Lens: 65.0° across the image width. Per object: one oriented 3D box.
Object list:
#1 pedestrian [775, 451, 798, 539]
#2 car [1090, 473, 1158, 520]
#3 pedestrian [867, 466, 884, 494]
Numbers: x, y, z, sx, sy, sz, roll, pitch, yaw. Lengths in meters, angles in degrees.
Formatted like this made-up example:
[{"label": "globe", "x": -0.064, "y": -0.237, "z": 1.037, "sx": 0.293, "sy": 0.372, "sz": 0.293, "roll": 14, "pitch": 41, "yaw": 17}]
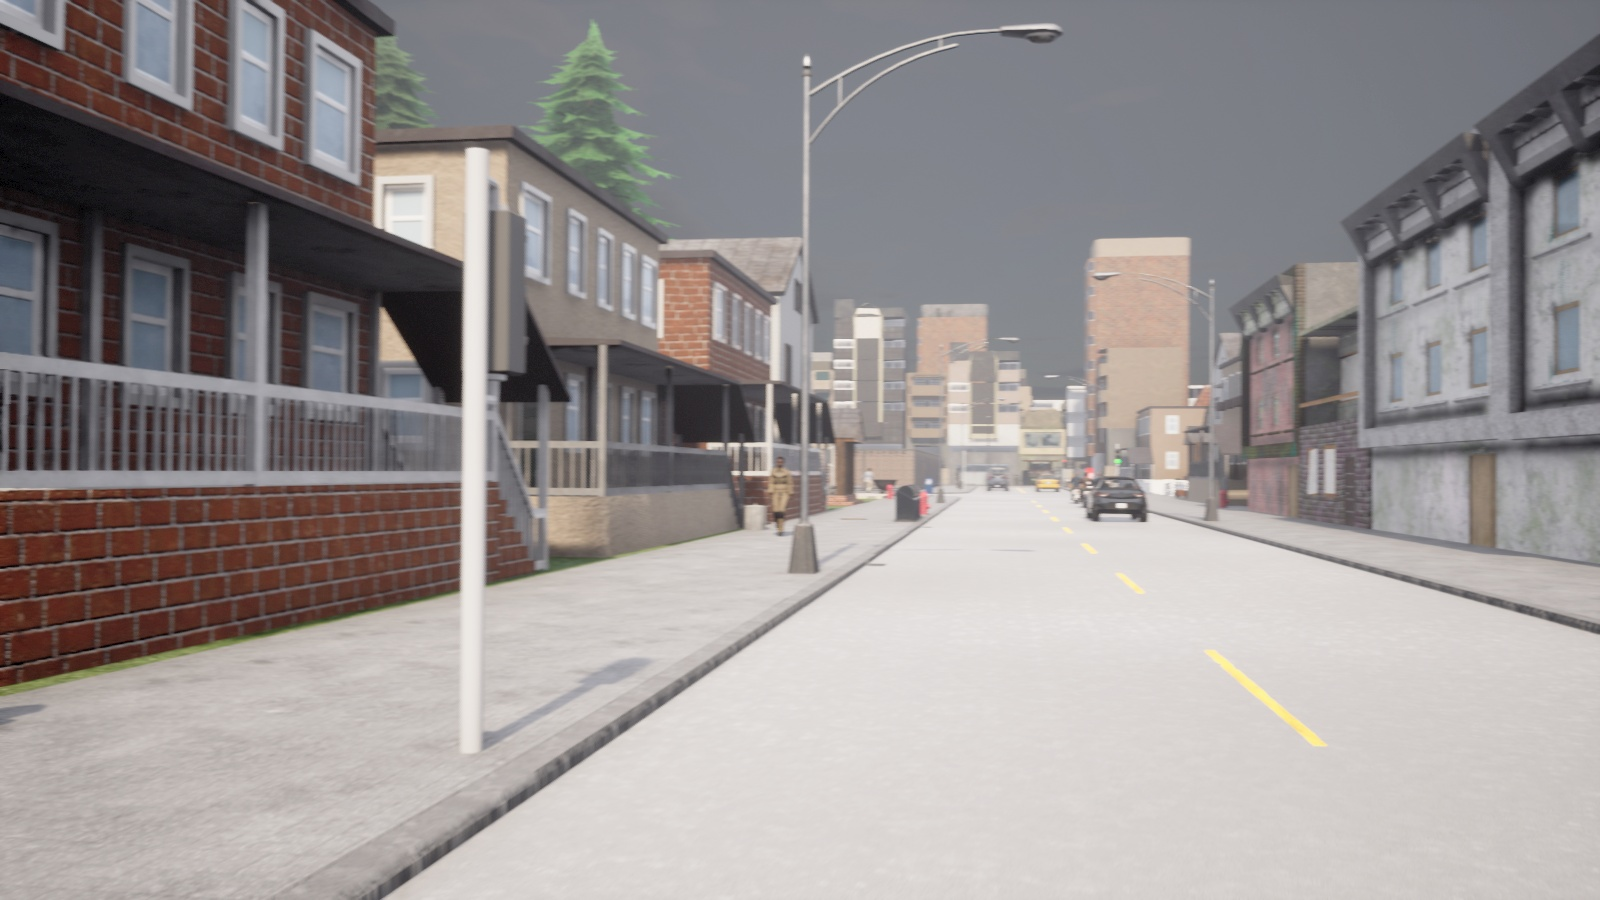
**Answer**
[{"label": "pedestrian", "x": -0.294, "y": 0.996, "z": 27.976, "sx": 0.396, "sy": 1.930, "sz": 0.692, "roll": 0, "pitch": -1, "yaw": 9}, {"label": "car", "x": 10.673, "y": 1.513, "z": 41.640, "sx": 1.816, "sy": 1.474, "sz": 4.193, "roll": 0, "pitch": -1, "yaw": 9}, {"label": "pedestrian", "x": 5.004, "y": 1.999, "z": 83.284, "sx": 0.874, "sy": 1.855, "sz": 0.900, "roll": -1, "pitch": -1, "yaw": 28}]
